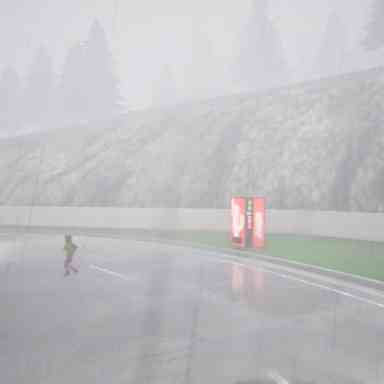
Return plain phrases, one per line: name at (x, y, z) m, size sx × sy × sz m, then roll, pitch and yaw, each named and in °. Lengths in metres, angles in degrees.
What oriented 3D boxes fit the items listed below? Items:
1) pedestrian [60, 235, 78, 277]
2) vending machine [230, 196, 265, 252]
pedestrian at (-3.216, 1.674, 8.832) m, size 0.500 × 1.100 × 0.500 m, roll 0°, pitch 0°, yaw -45°
vending machine at (2.180, 1.195, 13.058) m, size 1.100 × 2.100 × 0.880 m, roll 0°, pitch 0°, yaw -43°
